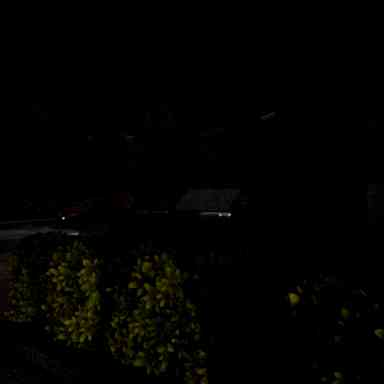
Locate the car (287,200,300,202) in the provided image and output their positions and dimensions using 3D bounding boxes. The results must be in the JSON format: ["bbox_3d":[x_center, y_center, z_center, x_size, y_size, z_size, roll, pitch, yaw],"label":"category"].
[{"bbox_3d":[13.501,1.726,44.208,1.994,1.385,4.181,0,0,44],"label":"car"}]

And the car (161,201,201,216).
[{"bbox_3d":[-0.970,1.667,32.502,1.837,1.490,4.892,0,0,36],"label":"car"}]

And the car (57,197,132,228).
[{"bbox_3d":[-6.915,1.384,24.294,2.150,2.045,5.566,0,0,36],"label":"car"}]

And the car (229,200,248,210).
[{"bbox_3d":[5.249,1.688,40.537,1.812,1.442,4.674,0,0,40],"label":"car"}]
